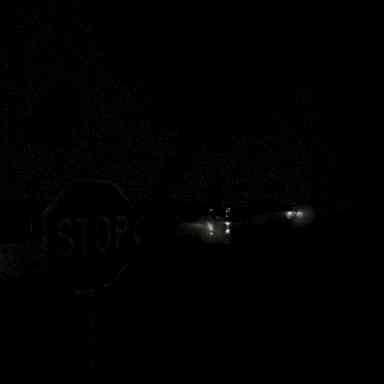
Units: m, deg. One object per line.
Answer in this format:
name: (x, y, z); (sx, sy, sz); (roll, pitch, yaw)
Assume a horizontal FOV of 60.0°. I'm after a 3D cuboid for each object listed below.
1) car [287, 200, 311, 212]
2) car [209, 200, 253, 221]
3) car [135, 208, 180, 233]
car: (13.487, 1.728, 41.916); (1.994, 1.385, 4.181); (-2, -2, 37)
car: (3.316, 1.463, 28.157); (2.097, 1.767, 4.553); (-2, -1, 36)
car: (-2.610, 1.644, 20.089); (1.994, 1.385, 4.181); (-2, -2, 37)
